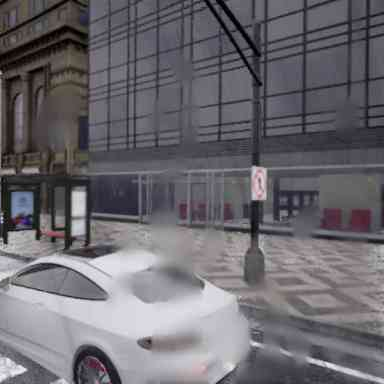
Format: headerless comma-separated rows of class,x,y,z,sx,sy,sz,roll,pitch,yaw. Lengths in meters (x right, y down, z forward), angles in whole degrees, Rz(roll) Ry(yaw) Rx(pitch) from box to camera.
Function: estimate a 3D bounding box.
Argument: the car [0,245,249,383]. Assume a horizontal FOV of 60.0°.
car,-1.486,1.509,4.744,4.674,1.442,1.812,0,0,36
